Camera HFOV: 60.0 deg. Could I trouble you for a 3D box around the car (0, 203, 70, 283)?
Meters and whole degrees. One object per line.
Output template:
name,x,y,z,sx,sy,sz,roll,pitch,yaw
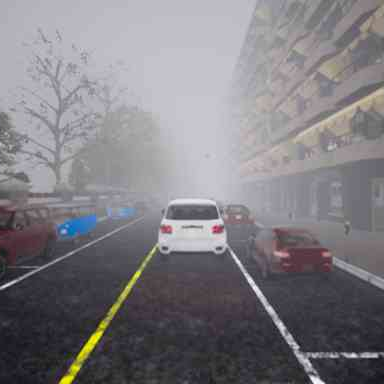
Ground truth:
car,-5.691,1.346,9.812,2.192,1.841,5.009,0,0,0

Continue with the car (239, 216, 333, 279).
car,2.689,1.612,9.812,1.802,1.307,4.206,0,0,0

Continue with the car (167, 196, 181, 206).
car,-3.069,1.545,58.071,2.097,1.767,4.553,0,0,0

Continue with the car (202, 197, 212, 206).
car,2.682,1.729,60.656,1.752,1.417,4.829,0,0,0

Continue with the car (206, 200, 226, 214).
car,2.685,1.685,37.965,1.947,1.339,4.313,0,0,0

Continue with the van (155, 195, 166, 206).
van,-5.698,1.544,60.484,1.690,1.788,3.998,0,0,0

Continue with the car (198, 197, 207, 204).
car,2.343,1.786,74.138,1.812,1.442,4.674,0,0,0

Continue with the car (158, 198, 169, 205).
car,-5.699,1.808,66.114,1.802,1.307,4.206,0,0,0

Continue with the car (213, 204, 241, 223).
car,2.687,1.665,26.704,1.802,1.307,4.206,0,0,0

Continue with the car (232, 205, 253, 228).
car,2.688,1.505,21.074,1.967,1.590,4.097,0,0,0

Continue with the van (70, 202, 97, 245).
van,-5.692,1.389,15.443,1.690,1.788,3.998,0,0,0

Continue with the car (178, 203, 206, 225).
car,0.018,1.629,26.311,2.033,1.411,5.357,0,0,0

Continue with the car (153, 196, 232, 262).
car,0.029,1.262,12.397,2.150,2.045,5.566,0,0,0

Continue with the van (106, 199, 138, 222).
van,-5.694,1.424,26.704,1.690,1.788,3.998,0,0,0

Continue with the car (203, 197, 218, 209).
car,2.684,1.599,49.225,1.967,1.590,4.097,0,0,0

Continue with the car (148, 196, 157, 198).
car,-5.696,1.474,49.224,2.192,1.841,5.009,0,0,0

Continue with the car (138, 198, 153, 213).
car,-5.695,1.685,37.964,1.947,1.339,4.313,0,0,0
